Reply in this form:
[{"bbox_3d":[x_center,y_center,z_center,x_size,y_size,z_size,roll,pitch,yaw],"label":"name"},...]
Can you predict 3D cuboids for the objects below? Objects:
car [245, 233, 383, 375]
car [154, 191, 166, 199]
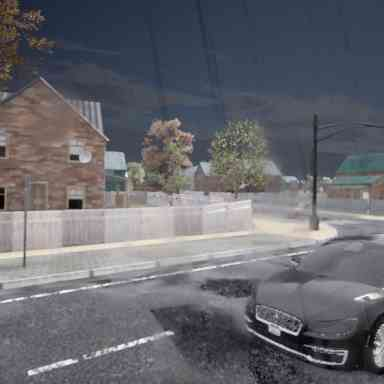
[{"bbox_3d":[3.055,1.534,5.672,4.892,1.490,1.837,0,0,-35],"label":"car"},{"bbox_3d":[-6.196,0.619,61.714,1.812,1.442,4.674,1,1,-20],"label":"car"}]
